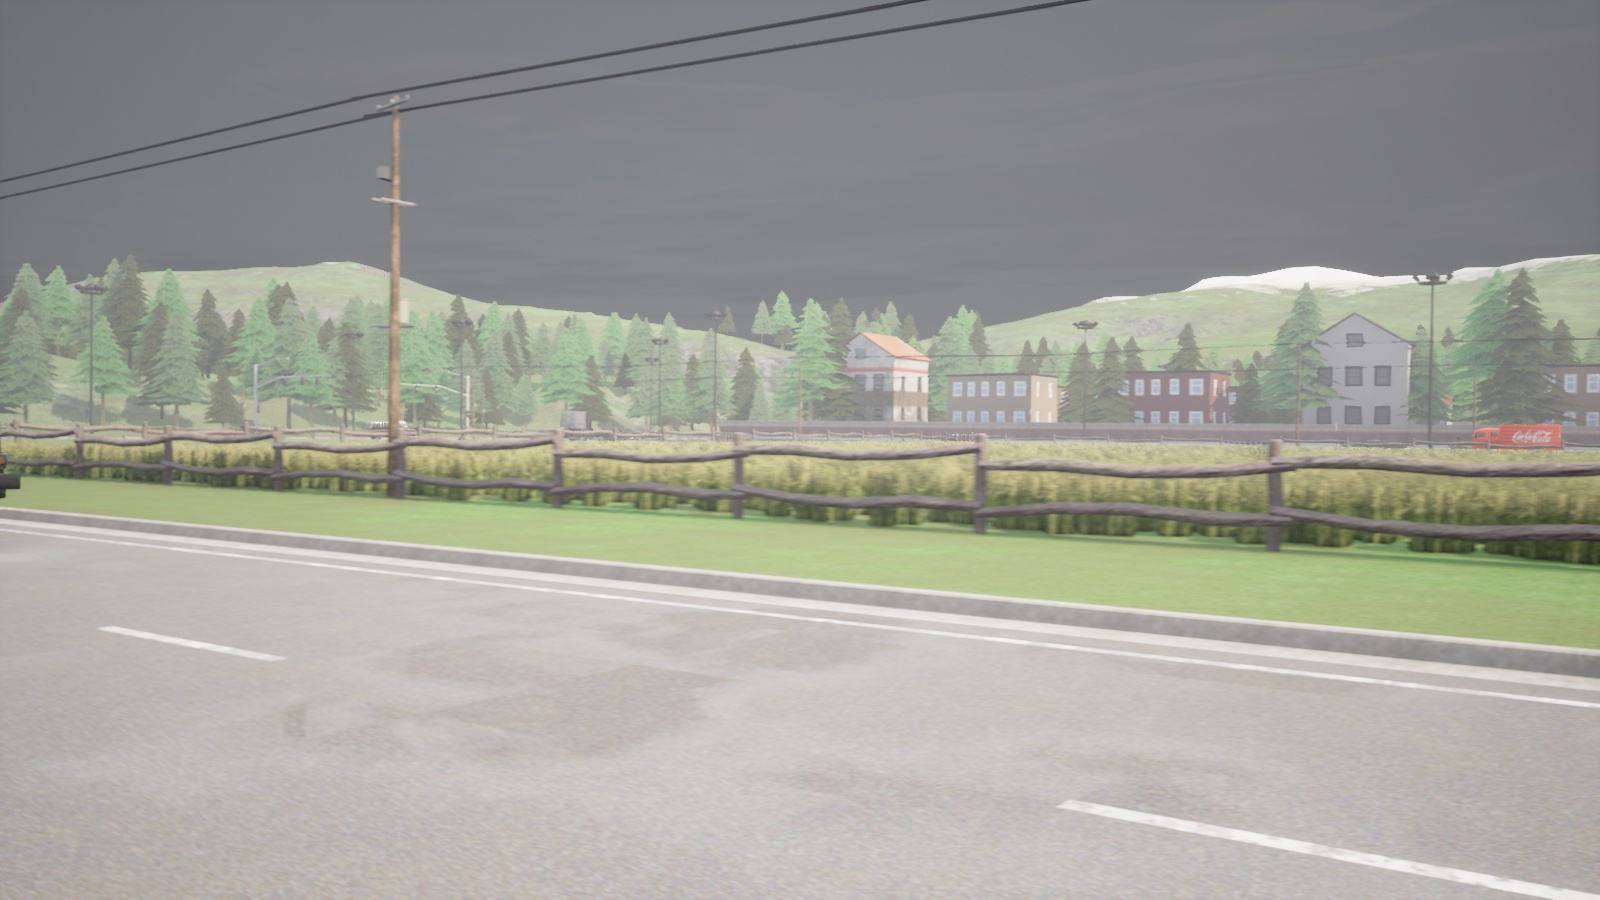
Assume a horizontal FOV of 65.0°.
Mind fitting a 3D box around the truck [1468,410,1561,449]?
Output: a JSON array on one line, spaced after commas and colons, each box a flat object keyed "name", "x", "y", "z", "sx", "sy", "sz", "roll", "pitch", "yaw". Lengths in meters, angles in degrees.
[{"name": "truck", "x": 47.592, "y": -1.347, "z": 83.666, "sx": 5.204, "sy": 2.467, "sz": 2.627, "roll": 0, "pitch": 1, "yaw": 34}]

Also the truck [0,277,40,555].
[{"name": "truck", "x": -13.802, "y": -0.418, "z": 16.972, "sx": 7.936, "sy": 3.462, "sz": 2.891, "roll": 0, "pitch": 1, "yaw": 34}]
